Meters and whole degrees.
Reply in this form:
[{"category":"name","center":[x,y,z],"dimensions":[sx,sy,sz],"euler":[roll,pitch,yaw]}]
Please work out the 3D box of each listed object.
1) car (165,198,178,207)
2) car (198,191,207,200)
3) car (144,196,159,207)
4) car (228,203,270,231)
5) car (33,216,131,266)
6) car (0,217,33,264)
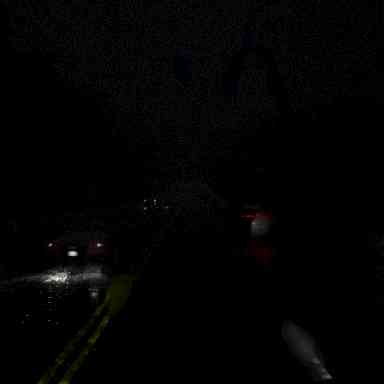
[{"category":"car","center":[-3.297,1.634,53.767],"dimensions":[2.033,1.411,5.357],"euler":[0,0,1]},{"category":"car","center":[3.273,1.323,93.525],"dimensions":[2.033,1.649,4.856],"euler":[0,1,0]},{"category":"car","center":[-6.549,1.440,53.958],"dimensions":[2.097,1.767,4.553],"euler":[0,0,0]},{"category":"car","center":[3.354,1.457,20.018],"dimensions":[1.837,1.490,4.892],"euler":[0,0,0]},{"category":"car","center":[-3.348,1.532,11.312],"dimensions":[1.994,1.385,4.181],"euler":[0,0,0]},{"category":"car","center":[-6.598,1.569,11.297],"dimensions":[1.895,1.301,4.718],"euler":[0,0,0]}]
